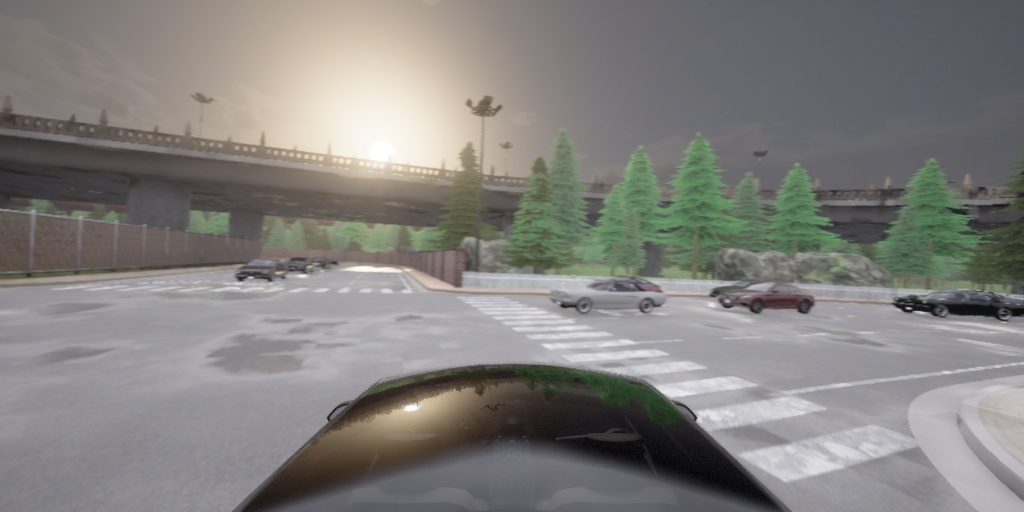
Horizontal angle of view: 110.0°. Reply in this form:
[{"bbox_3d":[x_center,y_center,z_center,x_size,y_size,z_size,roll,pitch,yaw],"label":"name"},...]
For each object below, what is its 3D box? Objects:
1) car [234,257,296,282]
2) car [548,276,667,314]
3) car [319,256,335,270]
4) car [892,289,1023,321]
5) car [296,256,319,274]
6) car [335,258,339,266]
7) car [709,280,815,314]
[{"bbox_3d":[-16.185,0.884,23.551,2.033,1.411,5.357,3,-1,-19],"label":"car"},{"bbox_3d":[3.933,1.645,14.996,4.718,1.301,1.895,3,-1,-19],"label":"car"},{"bbox_3d":[-22.839,0.789,42.508,2.128,1.511,4.902,3,-1,-19],"label":"car"},{"bbox_3d":[23.124,2.529,18.733,4.718,1.301,1.895,2,-1,4],"label":"car"},{"bbox_3d":[-19.478,0.821,32.877,1.837,1.490,4.892,3,-1,-19],"label":"car"},{"bbox_3d":[-27.937,0.849,55.590,1.895,1.301,4.718,3,-1,-26],"label":"car"},{"bbox_3d":[12.463,1.974,17.540,4.674,1.442,1.812,3,-1,-14],"label":"car"}]
